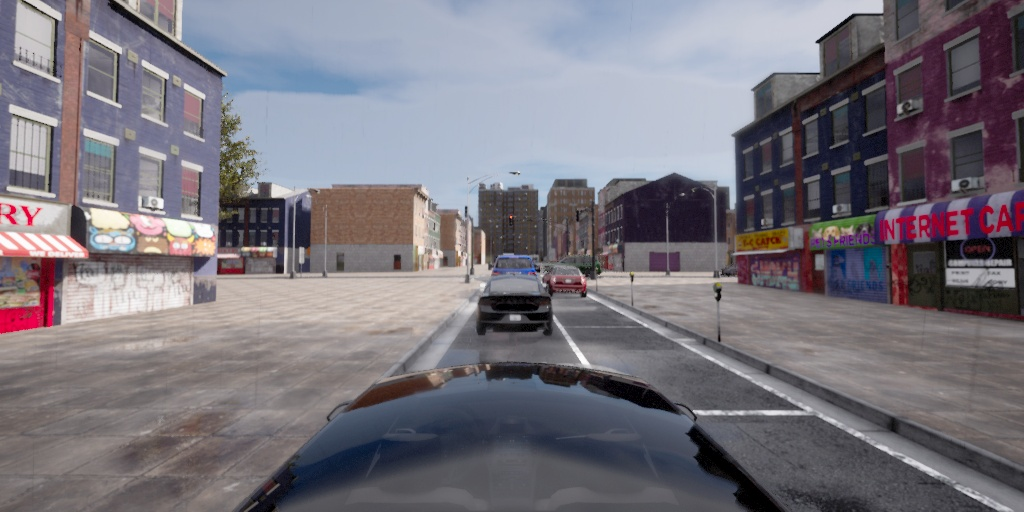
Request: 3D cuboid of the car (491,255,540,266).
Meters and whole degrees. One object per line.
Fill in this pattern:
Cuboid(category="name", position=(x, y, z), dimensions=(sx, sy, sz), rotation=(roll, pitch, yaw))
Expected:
Cuboid(category="car", position=(0.090, 0.990, 18.117), dimensions=(2.150, 2.045, 5.566), rotation=(0, 0, 0))

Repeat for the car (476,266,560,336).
Cuboid(category="car", position=(0.047, 1.234, 10.496), dimensions=(1.882, 1.535, 5.008), rotation=(0, 0, -1))

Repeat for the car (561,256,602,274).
Cuboid(category="car", position=(5.600, 1.043, 33.693), dimensions=(5.566, 2.045, 2.150), rotation=(0, -1, 0))

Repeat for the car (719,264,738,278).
Cuboid(category="car", position=(21.996, 1.319, 33.581), dimensions=(4.892, 1.490, 1.837), rotation=(0, -2, 0))

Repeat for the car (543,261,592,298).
Cuboid(category="car", position=(2.638, 1.208, 18.802), dimensions=(1.967, 1.591, 4.097), rotation=(0, 0, 0))
